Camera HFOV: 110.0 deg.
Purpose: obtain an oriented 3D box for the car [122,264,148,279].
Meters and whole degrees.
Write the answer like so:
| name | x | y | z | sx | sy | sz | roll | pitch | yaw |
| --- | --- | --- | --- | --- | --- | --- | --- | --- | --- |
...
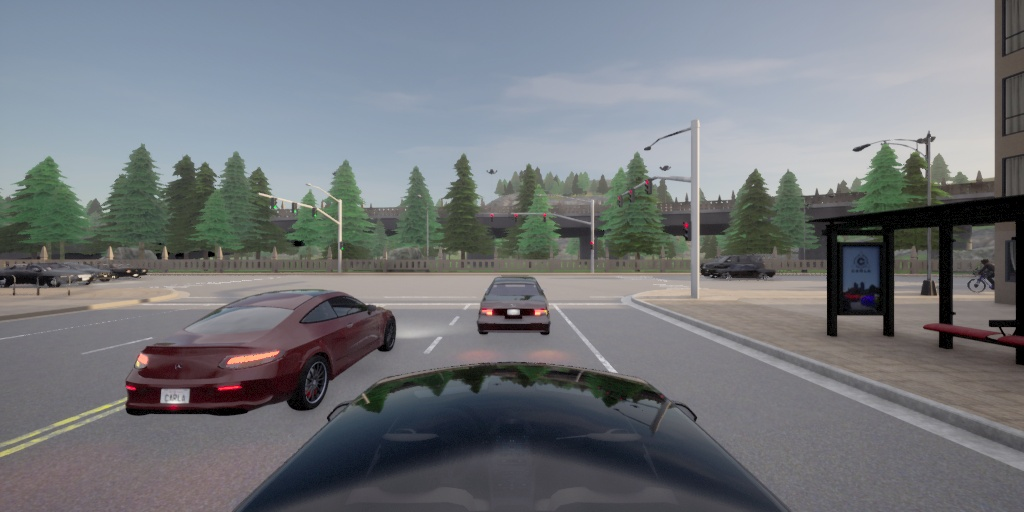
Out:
| name | x | y | z | sx | sy | sz | roll | pitch | yaw |
| --- | --- | --- | --- | --- | --- | --- | --- | --- | --- |
| car | -33.360 | 1.295 | 29.712 | 4.718 | 1.301 | 1.895 | 0 | 0 | 1 |

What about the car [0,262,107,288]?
| name | x | y | z | sx | sy | sz | roll | pitch | yaw |
| --- | --- | --- | --- | --- | --- | --- | --- | --- | --- |
| car | -29.181 | 1.186 | 22.406 | 4.902 | 1.511 | 2.128 | 0 | 0 | -2 |

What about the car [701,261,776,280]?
| name | x | y | z | sx | sy | sz | roll | pitch | yaw |
| --- | --- | --- | --- | --- | --- | --- | --- | --- | --- |
| car | 18.411 | 1.295 | 29.088 | 4.718 | 1.301 | 1.895 | 0 | 0 | 1 |

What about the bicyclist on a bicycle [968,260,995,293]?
| name | x | y | z | sx | sy | sz | roll | pitch | yaw |
| --- | --- | --- | --- | --- | --- | --- | --- | --- | --- |
| bicyclist on a bicycle | 22.752 | 0.995 | 17.082 | 0.582 | 1.620 | 1.656 | 0 | 0 | 1 |

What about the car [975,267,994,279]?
| name | x | y | z | sx | sy | sz | roll | pitch | yaw |
| --- | --- | --- | --- | --- | --- | --- | --- | --- | --- |
| car | 41.705 | 1.172 | 29.281 | 5.008 | 1.535 | 1.882 | 0 | 0 | 24 |

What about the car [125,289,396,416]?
| name | x | y | z | sx | sy | sz | roll | pitch | yaw |
| --- | --- | --- | --- | --- | --- | --- | --- | --- | --- |
| car | -3.448 | 1.276 | 5.987 | 1.812 | 1.442 | 4.674 | 0 | 0 | 0 |

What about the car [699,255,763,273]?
| name | x | y | z | sx | sy | sz | roll | pitch | yaw |
| --- | --- | --- | --- | --- | --- | --- | --- | --- | --- |
| car | 19.887 | 0.915 | 32.556 | 5.566 | 2.045 | 2.150 | 0 | 0 | 1 |

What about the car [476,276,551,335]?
| name | x | y | z | sx | sy | sz | roll | pitch | yaw |
| --- | --- | --- | --- | --- | --- | --- | --- | --- | --- |
| car | 0.086 | 1.297 | 10.483 | 2.033 | 1.411 | 5.357 | 0 | 0 | 1 |

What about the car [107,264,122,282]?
| name | x | y | z | sx | sy | sz | roll | pitch | yaw |
| --- | --- | --- | --- | --- | --- | --- | --- | --- | --- |
| car | -31.832 | 1.199 | 25.959 | 4.892 | 1.490 | 1.837 | 0 | 0 | 1 |
